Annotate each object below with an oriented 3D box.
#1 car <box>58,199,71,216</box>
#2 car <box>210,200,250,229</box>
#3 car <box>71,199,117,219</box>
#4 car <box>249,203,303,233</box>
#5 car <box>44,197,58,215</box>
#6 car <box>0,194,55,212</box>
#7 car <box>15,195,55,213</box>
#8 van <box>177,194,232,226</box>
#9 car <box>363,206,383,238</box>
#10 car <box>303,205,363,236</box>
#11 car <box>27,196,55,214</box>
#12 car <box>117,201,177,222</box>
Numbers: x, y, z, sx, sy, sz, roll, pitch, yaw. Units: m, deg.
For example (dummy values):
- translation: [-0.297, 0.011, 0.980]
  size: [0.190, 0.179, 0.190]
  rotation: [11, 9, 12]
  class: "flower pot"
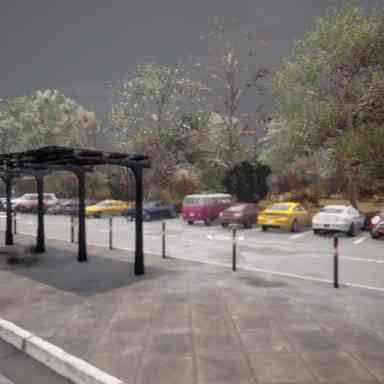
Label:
- translation: [-9.587, 1.474, 31.364]
  size: [2.163, 1.488, 4.792]
  rotation: [0, 0, 38]
  class: "car"
- translation: [3.440, 1.422, 20.992]
  size: [2.002, 1.452, 4.674]
  rotation: [0, 0, 38]
  class: "car"
- translation: [-7.546, 1.433, 29.471]
  size: [1.946, 1.575, 5.366]
  rotation: [0, 0, 38]
  class: "car"
- translation: [5.615, 1.372, 19.264]
  size: [2.097, 1.535, 5.008]
  rotation: [0, 0, 38]
  class: "car"
- translation: [-11.776, 1.457, 33.071]
  size: [2.231, 1.521, 4.892]
  rotation: [0, 0, 38]
  class: "car"
- translation: [-18.324, 1.236, 38.216]
  size: [2.435, 2.045, 5.566]
  rotation: [0, 0, 38]
  class: "car"
- translation: [-16.126, 1.477, 36.519]
  size: [2.097, 1.535, 5.008]
  rotation: [0, 0, 38]
  class: "car"
- translation: [1.338, 1.165, 22.808]
  size: [1.878, 1.987, 4.442]
  rotation: [0, 0, 38]
  class: "van"
- translation: [9.985, 1.227, 15.843]
  size: [2.185, 1.767, 4.553]
  rotation: [0, 0, 38]
  class: "car"
- translation: [7.791, 1.402, 17.542]
  size: [2.002, 1.452, 4.674]
  rotation: [0, 0, 38]
  class: "car"
- translation: [-13.951, 1.466, 34.795]
  size: [2.097, 1.535, 5.008]
  rotation: [0, 0, 38]
  class: "car"
- translation: [-3.099, 1.443, 26.144]
  size: [2.163, 1.488, 4.792]
  rotation: [0, 0, 38]
  class: "car"
